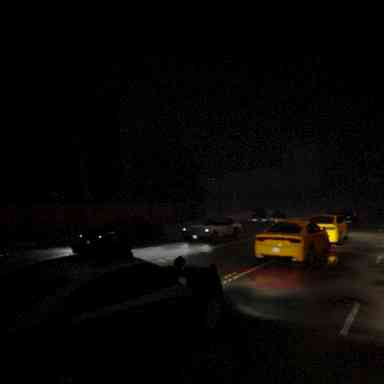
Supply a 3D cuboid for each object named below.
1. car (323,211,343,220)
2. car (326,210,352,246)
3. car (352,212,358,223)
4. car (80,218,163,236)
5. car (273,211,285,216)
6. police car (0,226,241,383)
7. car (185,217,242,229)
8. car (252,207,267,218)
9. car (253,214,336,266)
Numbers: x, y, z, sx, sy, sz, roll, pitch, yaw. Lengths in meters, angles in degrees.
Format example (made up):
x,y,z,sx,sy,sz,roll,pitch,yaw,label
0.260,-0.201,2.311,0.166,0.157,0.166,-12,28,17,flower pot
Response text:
x,y,z,sx,sy,sz,roll,pitch,yaw,label
21.106,3.593,50.068,1.895,1.301,4.718,-1,-4,12,car
7.383,1.968,18.365,1.882,1.535,5.008,-2,-2,31,car
17.789,2.819,38.409,1.994,1.385,4.181,-1,-3,18,car
-3.708,2.164,18.712,2.033,1.411,5.357,-2,-2,33,car
15.287,4.054,58.218,1.812,1.442,4.674,0,-4,9,car
-1.211,1.599,4.971,1.930,1.638,5.238,-2,-2,33,police car
1.299,2.206,20.179,1.895,1.301,4.718,-2,-2,31,car
11.427,3.592,56.280,2.150,2.045,5.566,0,-4,10,car
4.164,1.846,13.273,1.882,1.535,5.008,-2,-2,33,car
